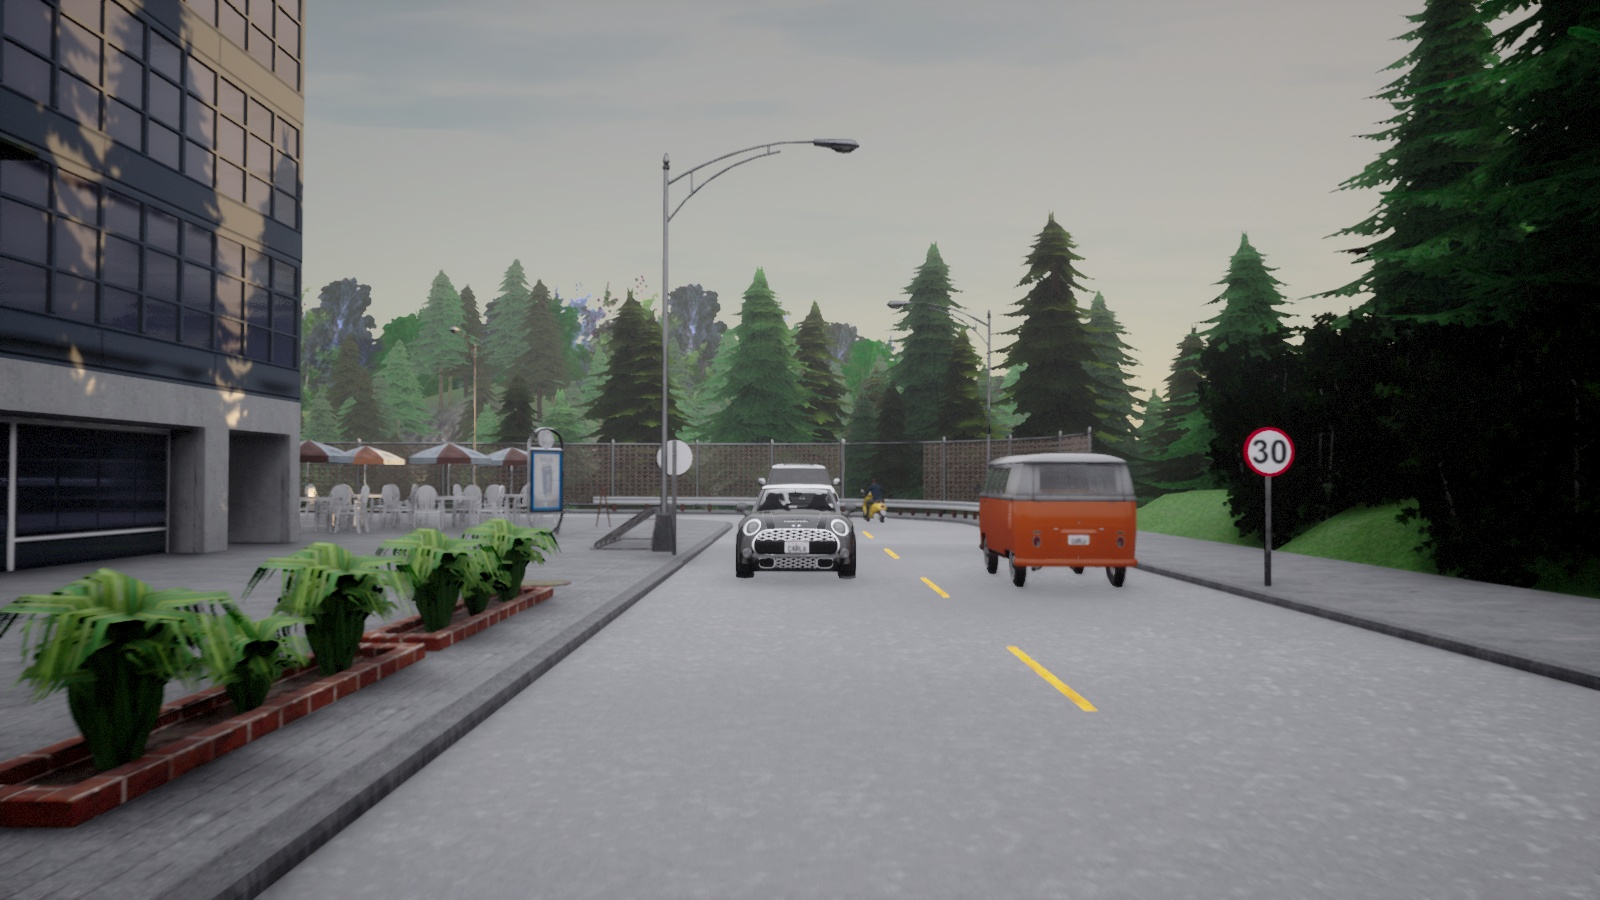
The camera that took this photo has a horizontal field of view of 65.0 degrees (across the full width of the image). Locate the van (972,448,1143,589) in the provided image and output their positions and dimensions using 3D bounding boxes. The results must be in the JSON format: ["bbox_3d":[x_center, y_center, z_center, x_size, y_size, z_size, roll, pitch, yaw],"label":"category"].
[{"bbox_3d":[3.947,1.017,19.981,1.775,1.987,4.442,0,-1,0],"label":"van"}]

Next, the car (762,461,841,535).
[{"bbox_3d":[-0.040,1.401,37.689,2.150,2.045,5.566,0,-1,-2],"label":"car"}]

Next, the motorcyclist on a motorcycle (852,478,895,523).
[{"bbox_3d":[2.676,1.808,45.641,0.866,1.590,1.817,-1,-1,-20],"label":"motorcyclist on a motorcycle"}]

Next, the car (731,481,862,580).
[{"bbox_3d":[-0.054,1.264,20.823,1.970,1.475,3.806,0,-1,0],"label":"car"}]
